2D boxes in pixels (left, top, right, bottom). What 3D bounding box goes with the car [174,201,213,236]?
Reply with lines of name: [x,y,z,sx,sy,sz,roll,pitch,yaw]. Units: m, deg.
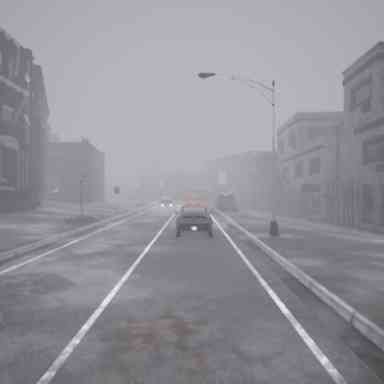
car: [0.108,1.465,18.231,1.837,1.490,4.892,0,0,0]

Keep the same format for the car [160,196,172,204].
car: [-4.578,1.391,58.699,1.812,1.442,4.674,0,0,-9]

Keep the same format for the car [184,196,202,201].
car: [0.117,1.267,39.026,2.097,1.767,4.553,0,0,0]
